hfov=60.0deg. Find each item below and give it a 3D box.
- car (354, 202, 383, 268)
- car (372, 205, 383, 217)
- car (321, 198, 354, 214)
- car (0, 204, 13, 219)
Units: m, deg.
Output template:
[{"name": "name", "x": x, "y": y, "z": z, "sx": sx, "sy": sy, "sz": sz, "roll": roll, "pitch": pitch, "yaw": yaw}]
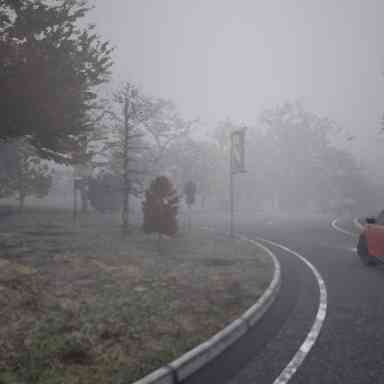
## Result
[{"name": "car", "x": 5.854, "y": 1.248, "z": 8.264, "sx": 2.150, "sy": 2.045, "sz": 5.566, "roll": 0, "pitch": 0, "yaw": 15}, {"name": "car", "x": 29.788, "y": 3.000, "z": 51.295, "sx": 5.008, "sy": 1.535, "sz": 1.882, "roll": 7, "pitch": -5, "yaw": -41}, {"name": "car", "x": 18.330, "y": 1.705, "z": 41.368, "sx": 5.566, "sy": 2.045, "sz": 2.150, "roll": 2, "pitch": -2, "yaw": -40}, {"name": "car", "x": -17.476, "y": 1.512, "z": 27.195, "sx": 5.008, "sy": 1.535, "sz": 1.882, "roll": 0, "pitch": -1, "yaw": -23}]
